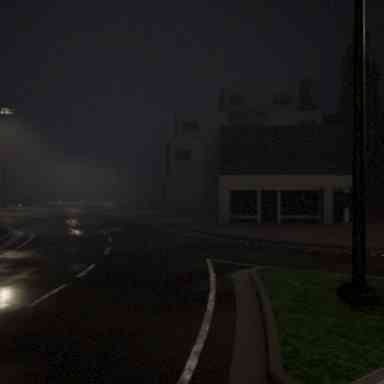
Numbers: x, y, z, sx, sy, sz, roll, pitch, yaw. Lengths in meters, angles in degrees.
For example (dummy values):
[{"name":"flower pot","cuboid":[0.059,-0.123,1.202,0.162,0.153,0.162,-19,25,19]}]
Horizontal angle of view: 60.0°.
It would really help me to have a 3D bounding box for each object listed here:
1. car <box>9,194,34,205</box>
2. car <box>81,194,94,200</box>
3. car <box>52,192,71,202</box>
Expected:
[{"name":"car","cuboid":[-28.198,1.149,55.231,2.097,1.767,4.553,0,0,3]},{"name":"car","cuboid":[-26.985,1.189,85.896,1.882,1.535,5.008,0,0,2]},{"name":"car","cuboid":[-27.545,0.980,70.620,2.150,2.045,5.566,0,0,2]}]
